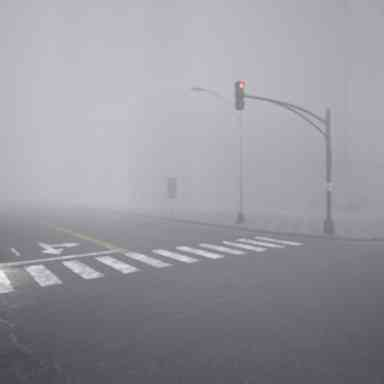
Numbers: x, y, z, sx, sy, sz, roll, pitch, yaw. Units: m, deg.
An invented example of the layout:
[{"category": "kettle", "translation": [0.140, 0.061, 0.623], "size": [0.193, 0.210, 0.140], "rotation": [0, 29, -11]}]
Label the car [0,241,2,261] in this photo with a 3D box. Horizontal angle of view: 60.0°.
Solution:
[{"category": "car", "translation": [-7.715, 1.559, 11.166], "size": [1.994, 1.385, 4.181], "rotation": [-1, 1, -36]}]
